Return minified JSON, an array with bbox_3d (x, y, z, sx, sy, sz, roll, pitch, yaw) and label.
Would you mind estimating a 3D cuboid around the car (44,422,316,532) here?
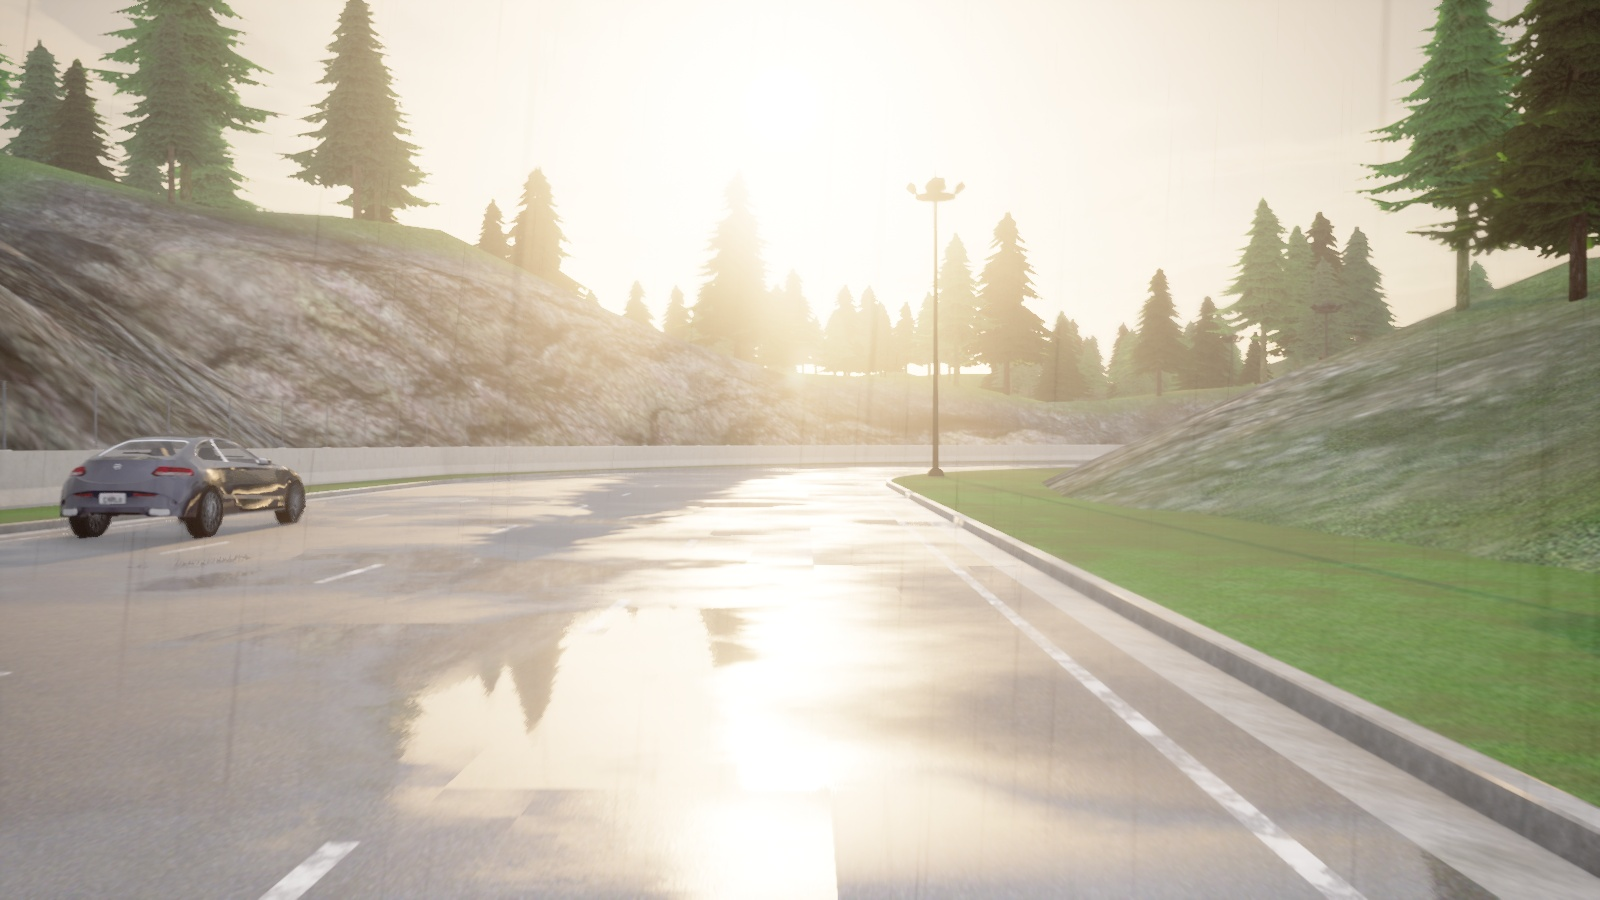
[{"bbox_3d":[-10.362,0.395,21.530,2.152,1.651,5.027,0,0,0],"label":"car"}]
